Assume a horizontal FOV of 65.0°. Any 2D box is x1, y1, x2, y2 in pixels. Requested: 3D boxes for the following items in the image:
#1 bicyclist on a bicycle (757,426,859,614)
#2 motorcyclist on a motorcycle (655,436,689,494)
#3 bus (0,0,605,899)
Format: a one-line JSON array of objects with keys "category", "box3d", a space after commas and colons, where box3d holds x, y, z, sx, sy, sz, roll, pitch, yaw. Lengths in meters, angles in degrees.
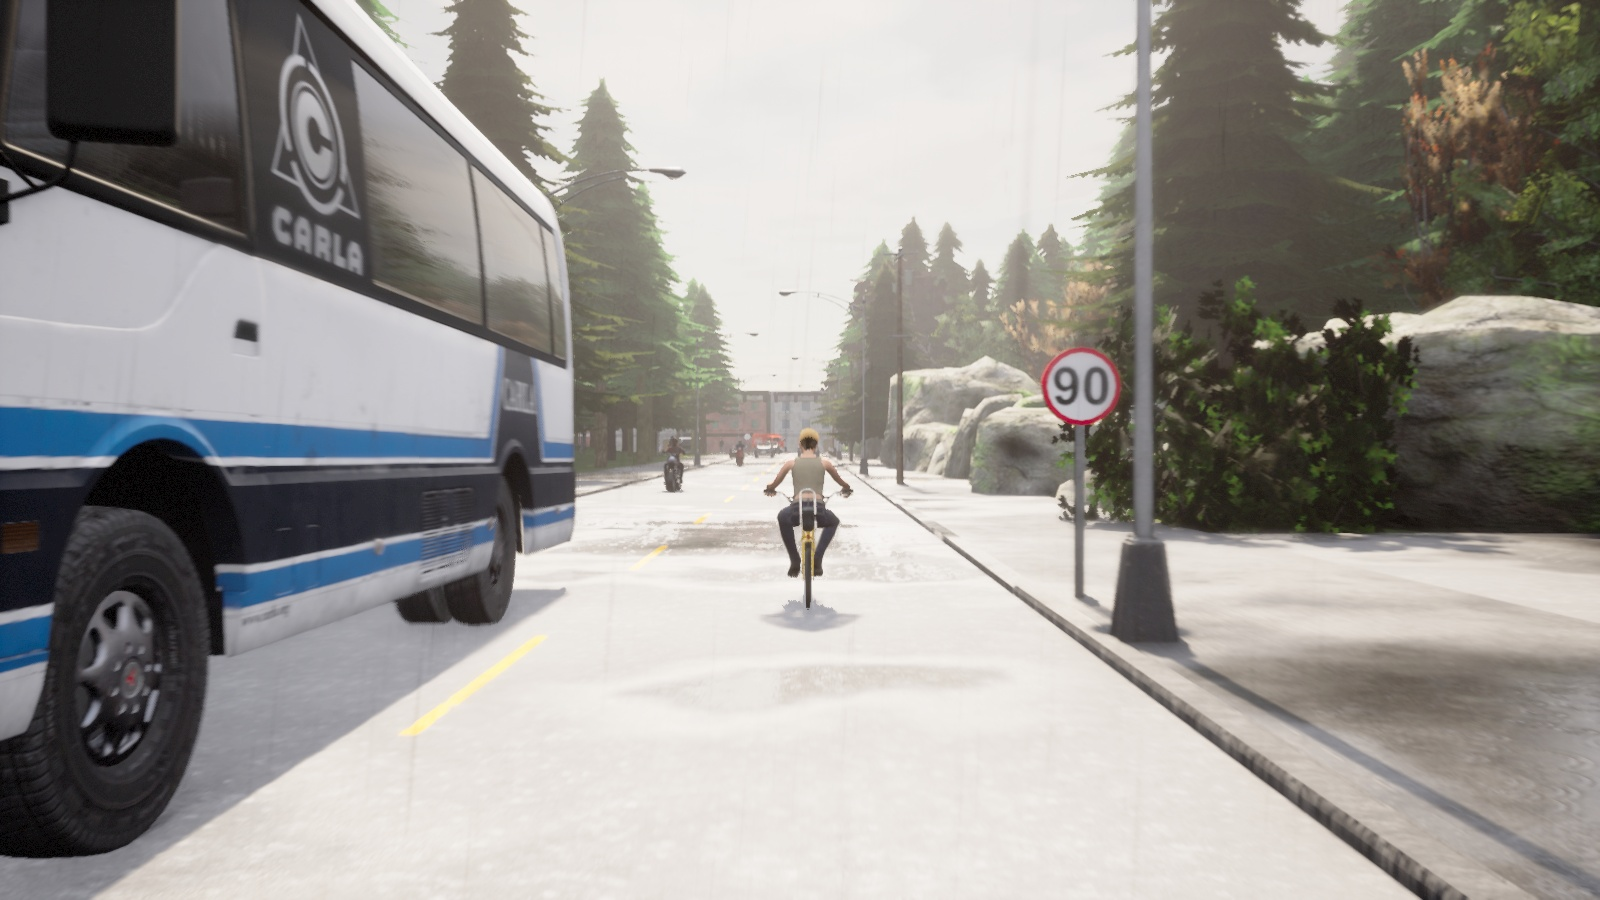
[{"category": "bicyclist on a bicycle", "box3d": [0.076, 0.598, 11.524, 0.866, 1.612, 1.509, 0, 0, 1]}, {"category": "motorcyclist on a motorcycle", "box3d": [-3.753, 0.420, 37.013, 0.766, 1.649, 2.350, 0, 1, 0]}, {"category": "bus", "box3d": [-3.942, -0.688, 7.368, 3.944, 4.253, 10.273, 0, 0, 0]}]
